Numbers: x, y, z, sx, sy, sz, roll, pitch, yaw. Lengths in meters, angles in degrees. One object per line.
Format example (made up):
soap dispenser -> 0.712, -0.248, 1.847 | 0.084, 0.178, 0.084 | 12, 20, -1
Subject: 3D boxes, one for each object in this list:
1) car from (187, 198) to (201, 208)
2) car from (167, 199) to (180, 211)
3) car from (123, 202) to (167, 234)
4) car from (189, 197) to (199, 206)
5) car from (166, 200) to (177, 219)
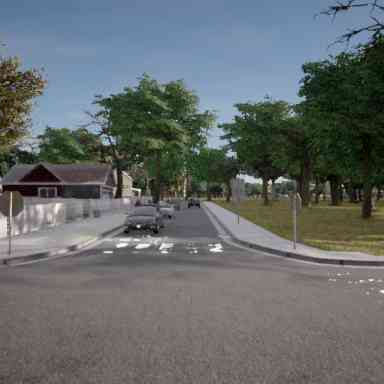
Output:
car -> 0.314, 1.674, 51.335 | 1.837, 1.490, 4.892 | 0, 0, 0
car -> -2.569, 1.619, 43.395 | 2.128, 1.511, 4.902 | 0, 0, 1
car -> -2.736, 1.536, 19.623 | 1.837, 1.490, 4.892 | 0, 0, 1
car -> 0.382, 1.749, 61.757 | 1.812, 1.442, 4.674 | 0, 0, 0
car -> -2.665, 1.666, 29.729 | 1.895, 1.301, 4.718 | 0, 0, 0
